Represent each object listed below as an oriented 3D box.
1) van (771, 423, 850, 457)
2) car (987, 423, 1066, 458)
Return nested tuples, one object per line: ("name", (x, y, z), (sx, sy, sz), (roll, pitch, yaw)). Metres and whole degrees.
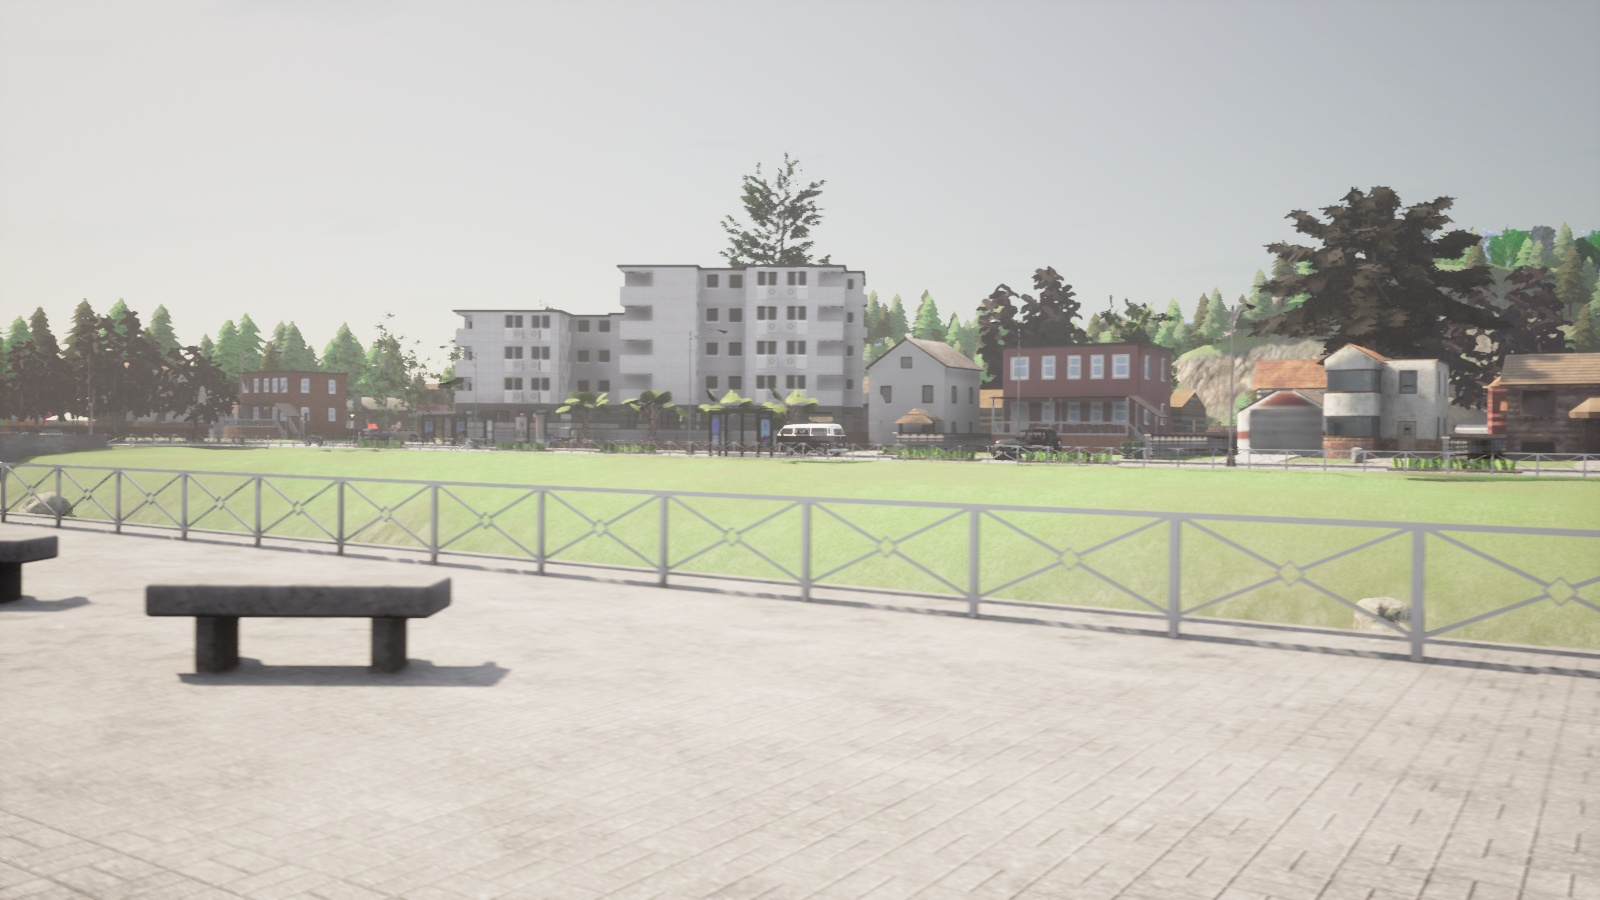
("van", (0.667, -0.614, 77.844), (4.480, 2.038, 2.069), (0, 1, 34))
("car", (12.598, -0.541, 69.915), (3.866, 1.878, 1.905), (0, 1, 34))
